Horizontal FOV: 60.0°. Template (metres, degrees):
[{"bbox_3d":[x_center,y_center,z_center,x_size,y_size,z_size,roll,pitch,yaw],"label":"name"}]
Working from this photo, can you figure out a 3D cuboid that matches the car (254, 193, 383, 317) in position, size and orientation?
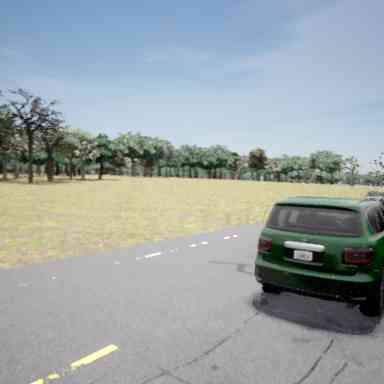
[{"bbox_3d":[3.386,1.139,7.698,2.150,2.045,5.566,3,2,35],"label":"car"}]

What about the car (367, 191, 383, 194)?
[{"bbox_3d":[22.314,0.882,40.476,2.150,2.045,5.566,3,2,35],"label":"car"}]
